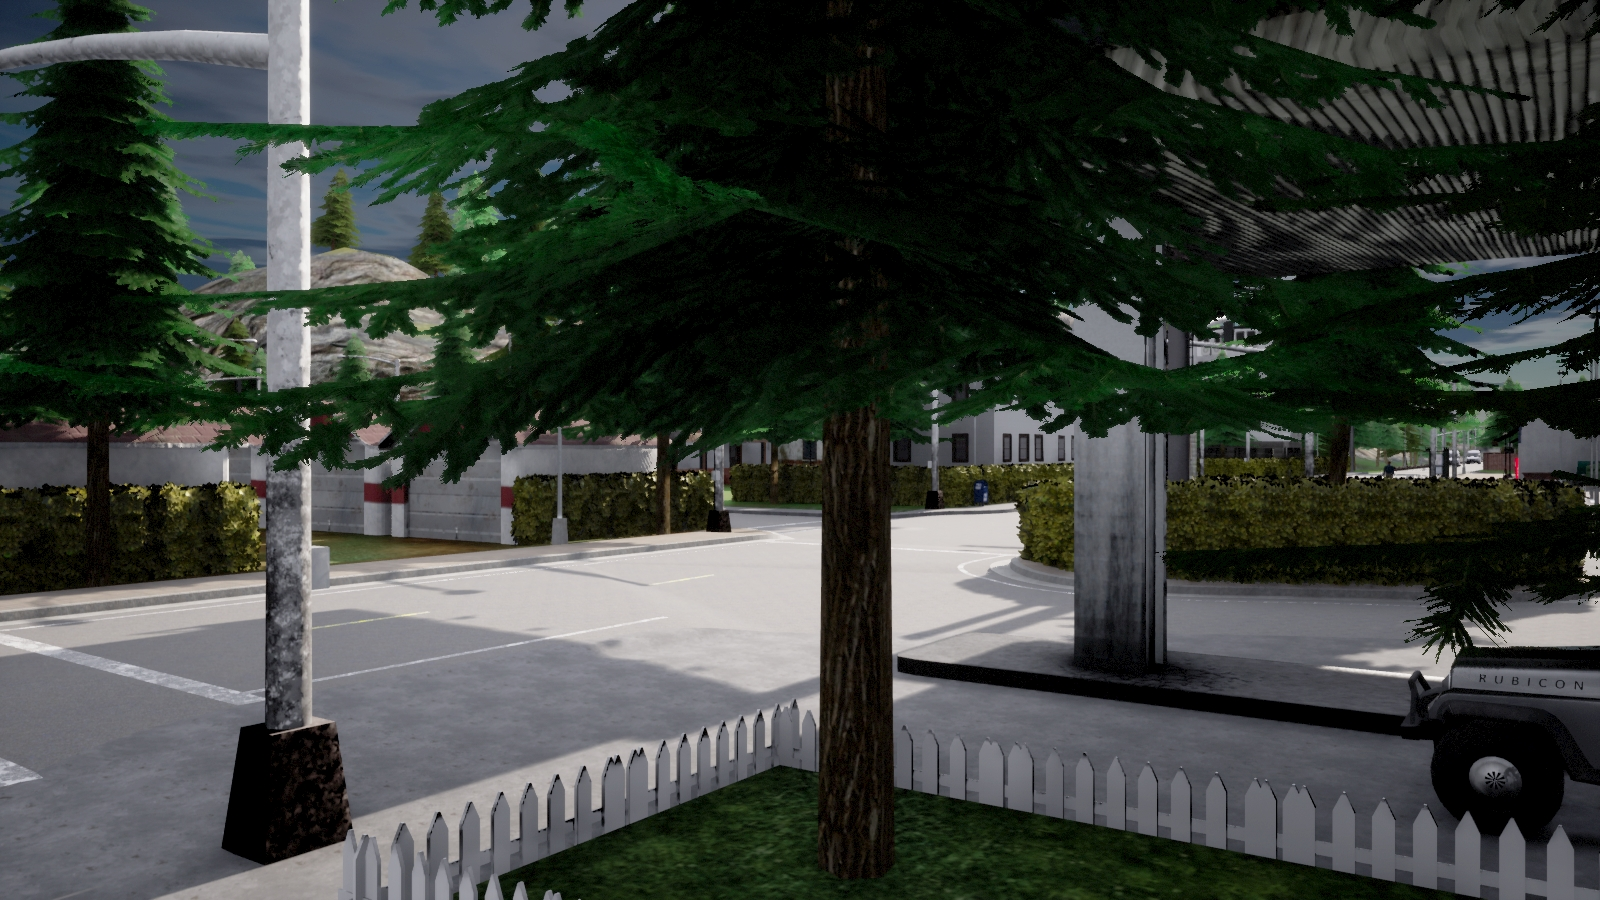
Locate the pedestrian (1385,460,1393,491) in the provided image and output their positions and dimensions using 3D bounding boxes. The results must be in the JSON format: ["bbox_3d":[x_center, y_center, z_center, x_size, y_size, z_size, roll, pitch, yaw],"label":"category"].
[{"bbox_3d":[34.960,1.502,67.787,0.375,1.860,0.375,0,0,34],"label":"pedestrian"}]
